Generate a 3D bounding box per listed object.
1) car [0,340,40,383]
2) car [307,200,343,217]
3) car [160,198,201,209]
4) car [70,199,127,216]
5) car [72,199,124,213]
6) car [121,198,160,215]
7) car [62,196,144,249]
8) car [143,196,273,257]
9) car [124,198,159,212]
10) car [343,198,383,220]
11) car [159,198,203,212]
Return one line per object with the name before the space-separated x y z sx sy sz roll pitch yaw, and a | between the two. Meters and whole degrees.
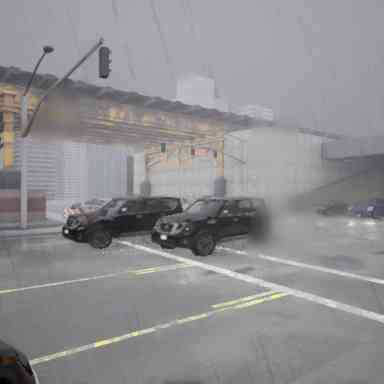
car | -3.294 1.492 1.421 4.902 1.511 2.128 0 0 -35
car | 12.721 1.491 30.973 4.902 1.511 2.128 0 0 -37
car | -1.376 1.295 38.556 4.536 1.218 1.853 0 0 -7
car | -8.967 1.453 32.102 4.974 1.542 2.038 0 0 8
car | -9.018 1.295 32.109 4.536 1.218 1.853 0 0 8
car | -5.227 1.453 34.795 2.038 1.542 4.974 0 0 18
car | -2.762 1.221 14.856 5.566 2.045 2.150 0 0 -37
car | 1.051 1.221 13.443 5.566 2.045 2.150 0 1 -43
car | -5.211 1.295 34.845 1.853 1.218 4.536 0 0 18
car | 15.421 1.352 28.629 4.553 1.767 2.097 0 0 -37
car | -1.325 1.453 38.563 4.974 1.542 2.038 0 0 -7
